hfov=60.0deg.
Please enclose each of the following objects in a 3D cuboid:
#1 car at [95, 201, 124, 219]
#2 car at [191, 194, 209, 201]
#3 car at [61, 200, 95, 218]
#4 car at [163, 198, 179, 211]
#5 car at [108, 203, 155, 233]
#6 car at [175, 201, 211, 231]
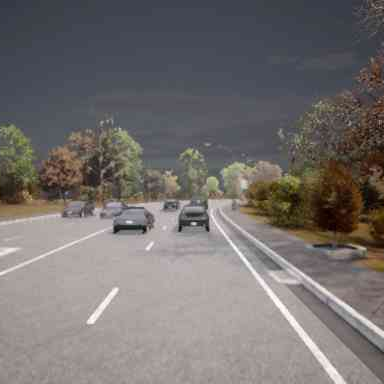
[{"bbox_3d":[-6.897,1.587,30.048,1.812,1.442,4.674,0,0,2],"label":"car"},{"bbox_3d":[1.015,1.329,43.105,2.150,2.045,5.566,0,0,5],"label":"car"},{"bbox_3d":[-10.378,1.568,30.671,1.837,1.490,4.892,0,0,2],"label":"car"},{"bbox_3d":[-2.496,1.609,42.937,1.837,1.490,4.892,0,0,5],"label":"car"},{"bbox_3d":[-3.383,1.594,19.991,1.994,1.385,4.181,0,0,0],"label":"car"},{"bbox_3d":[0.124,1.538,21.065,1.837,1.490,4.892,0,0,0],"label":"car"}]
